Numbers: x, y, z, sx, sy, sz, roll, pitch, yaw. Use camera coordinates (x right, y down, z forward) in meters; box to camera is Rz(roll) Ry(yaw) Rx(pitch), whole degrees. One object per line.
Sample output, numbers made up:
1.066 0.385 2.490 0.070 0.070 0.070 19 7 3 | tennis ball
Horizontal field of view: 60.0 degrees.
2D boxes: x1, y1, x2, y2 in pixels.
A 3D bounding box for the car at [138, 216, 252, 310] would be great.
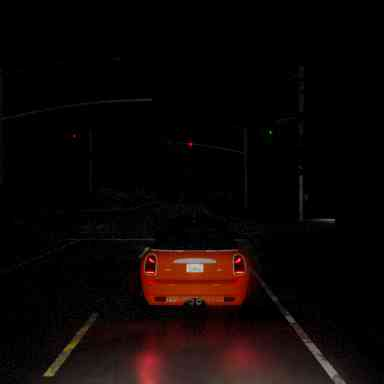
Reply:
0.058 1.352 7.954 2.097 1.767 4.553 0 0 0 | car
